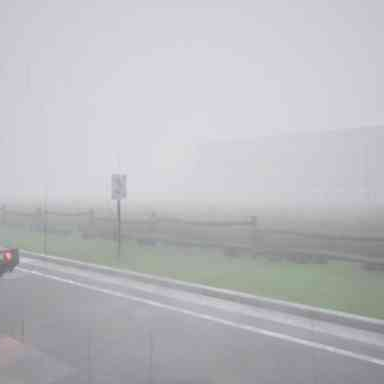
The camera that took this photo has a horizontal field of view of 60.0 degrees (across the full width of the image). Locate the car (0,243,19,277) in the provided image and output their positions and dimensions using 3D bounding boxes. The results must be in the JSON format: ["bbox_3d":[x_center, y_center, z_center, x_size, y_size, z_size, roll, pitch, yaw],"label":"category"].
[{"bbox_3d":[-6.581,1.565,8.652,4.718,1.301,1.895,0,1,35],"label":"car"}]
